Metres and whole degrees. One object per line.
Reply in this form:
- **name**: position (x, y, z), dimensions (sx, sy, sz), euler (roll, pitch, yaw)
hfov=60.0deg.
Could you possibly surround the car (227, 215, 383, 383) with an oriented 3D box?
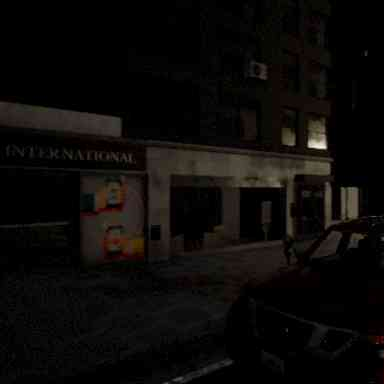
- **car**: position (2.821, 1.312, 4.644), dimensions (5.009, 1.841, 2.192), euler (0, 0, -35)
